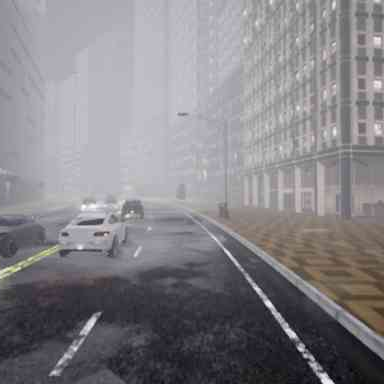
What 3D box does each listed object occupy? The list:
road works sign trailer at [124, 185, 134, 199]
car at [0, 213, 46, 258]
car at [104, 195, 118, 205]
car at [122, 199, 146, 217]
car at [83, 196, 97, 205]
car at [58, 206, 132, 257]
[{"bbox_3d":[-16.627,-0.004,87.200,2.380,3.560,2.880,0,0,-23],"label":"road works sign trailer"},{"bbox_3d":[-7.040,1.501,12.262,1.994,1.385,4.181,0,0,-3],"label":"car"},{"bbox_3d":[-12.805,1.180,52.601,1.882,1.535,5.008,0,0,-13],"label":"car"},{"bbox_3d":[-5.158,1.351,29.400,1.837,1.490,4.892,0,0,-7],"label":"car"},{"bbox_3d":[-16.023,1.293,52.131,1.895,1.301,4.718,0,0,-13],"label":"car"},{"bbox_3d":[-3.600,1.462,12.627,1.812,1.442,4.674,0,0,-3],"label":"car"}]
